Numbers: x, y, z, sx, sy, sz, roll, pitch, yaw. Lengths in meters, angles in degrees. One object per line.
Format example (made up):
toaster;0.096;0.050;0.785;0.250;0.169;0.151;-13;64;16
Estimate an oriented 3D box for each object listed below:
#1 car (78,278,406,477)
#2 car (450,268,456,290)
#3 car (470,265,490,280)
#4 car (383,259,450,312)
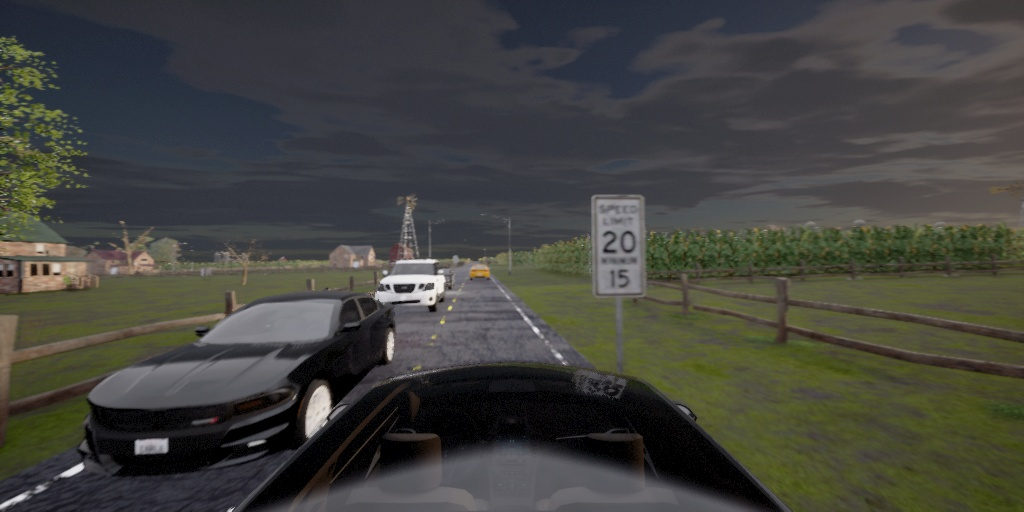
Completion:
car;-3.136;1.297;5.392;1.882;1.535;5.008;-1;-1;-5
car;-5.113;1.559;25.776;1.837;1.490;4.892;0;-1;-5
car;-3.279;1.628;36.637;1.882;1.535;5.008;-1;-1;-5
car;-4.098;1.157;15.405;2.150;2.045;5.566;0;-1;-6
